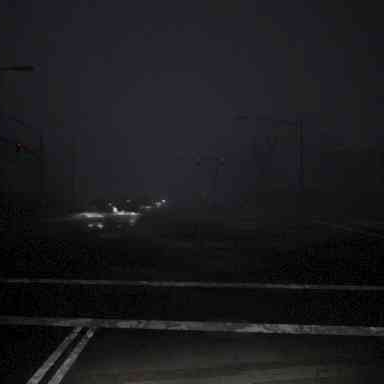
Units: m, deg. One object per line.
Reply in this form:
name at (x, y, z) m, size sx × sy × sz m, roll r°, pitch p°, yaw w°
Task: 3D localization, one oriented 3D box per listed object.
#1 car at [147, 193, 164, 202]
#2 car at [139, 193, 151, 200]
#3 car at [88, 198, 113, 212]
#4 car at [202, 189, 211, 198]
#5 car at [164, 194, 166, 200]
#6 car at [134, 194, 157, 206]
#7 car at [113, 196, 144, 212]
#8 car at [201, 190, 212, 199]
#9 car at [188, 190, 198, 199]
car at (-6.868, 1.242, 62.968) m, size 1.895 × 1.301 × 4.718 m, roll 0°, pitch 1°, yaw 1°
car at (-10.324, 0.982, 73.469) m, size 2.033 × 1.411 × 5.357 m, roll 0°, pitch 1°, yaw 0°
car at (-10.490, 1.429, 38.330) m, size 2.128 × 1.511 × 4.902 m, roll 0°, pitch 0°, yaw 0°
car at (3.710, 0.378, 87.605) m, size 2.150 × 2.045 × 5.566 m, roll 0°, pitch 1°, yaw 0°
car at (-6.824, 1.037, 73.474) m, size 1.895 × 1.301 × 4.718 m, roll 0°, pitch 1°, yaw 0°
car at (-6.934, 1.370, 49.726) m, size 2.033 × 1.411 × 5.357 m, roll 0°, pitch 1°, yaw 1°
car at (-7.001, 1.508, 37.019) m, size 1.994 × 1.385 × 4.181 m, roll 0°, pitch 0°, yaw 0°
car at (3.687, 0.910, 77.612) m, size 1.994 × 1.385 × 4.181 m, roll 0°, pitch 1°, yaw 0°
car at (0.183, 0.604, 76.548) m, size 2.150 × 2.045 × 5.566 m, roll 0°, pitch 1°, yaw 0°
